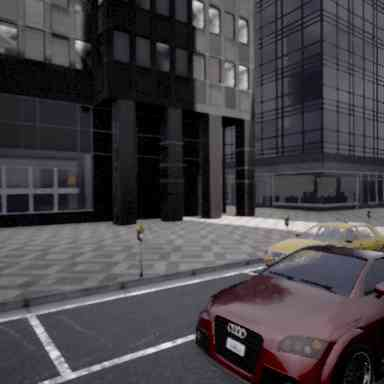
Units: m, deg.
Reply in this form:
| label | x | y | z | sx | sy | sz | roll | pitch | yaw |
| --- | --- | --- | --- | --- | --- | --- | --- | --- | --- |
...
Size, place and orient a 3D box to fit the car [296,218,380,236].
| label | x | y | z | sx | sy | sz | roll | pitch | yaw |
| --- | --- | --- | --- | --- | --- | --- | --- | --- | --- |
| car | 4.105 | 1.460 | 9.582 | 4.829 | 1.417 | 1.752 | -1 | 0 | -36 |

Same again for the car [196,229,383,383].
| label | x | y | z | sx | sy | sz | roll | pitch | yaw |
| --- | --- | --- | --- | --- | --- | --- | --- | --- | --- |
| car | 2.109 | 1.531 | 4.877 | 4.181 | 1.385 | 1.994 | 0 | 0 | -35 |
